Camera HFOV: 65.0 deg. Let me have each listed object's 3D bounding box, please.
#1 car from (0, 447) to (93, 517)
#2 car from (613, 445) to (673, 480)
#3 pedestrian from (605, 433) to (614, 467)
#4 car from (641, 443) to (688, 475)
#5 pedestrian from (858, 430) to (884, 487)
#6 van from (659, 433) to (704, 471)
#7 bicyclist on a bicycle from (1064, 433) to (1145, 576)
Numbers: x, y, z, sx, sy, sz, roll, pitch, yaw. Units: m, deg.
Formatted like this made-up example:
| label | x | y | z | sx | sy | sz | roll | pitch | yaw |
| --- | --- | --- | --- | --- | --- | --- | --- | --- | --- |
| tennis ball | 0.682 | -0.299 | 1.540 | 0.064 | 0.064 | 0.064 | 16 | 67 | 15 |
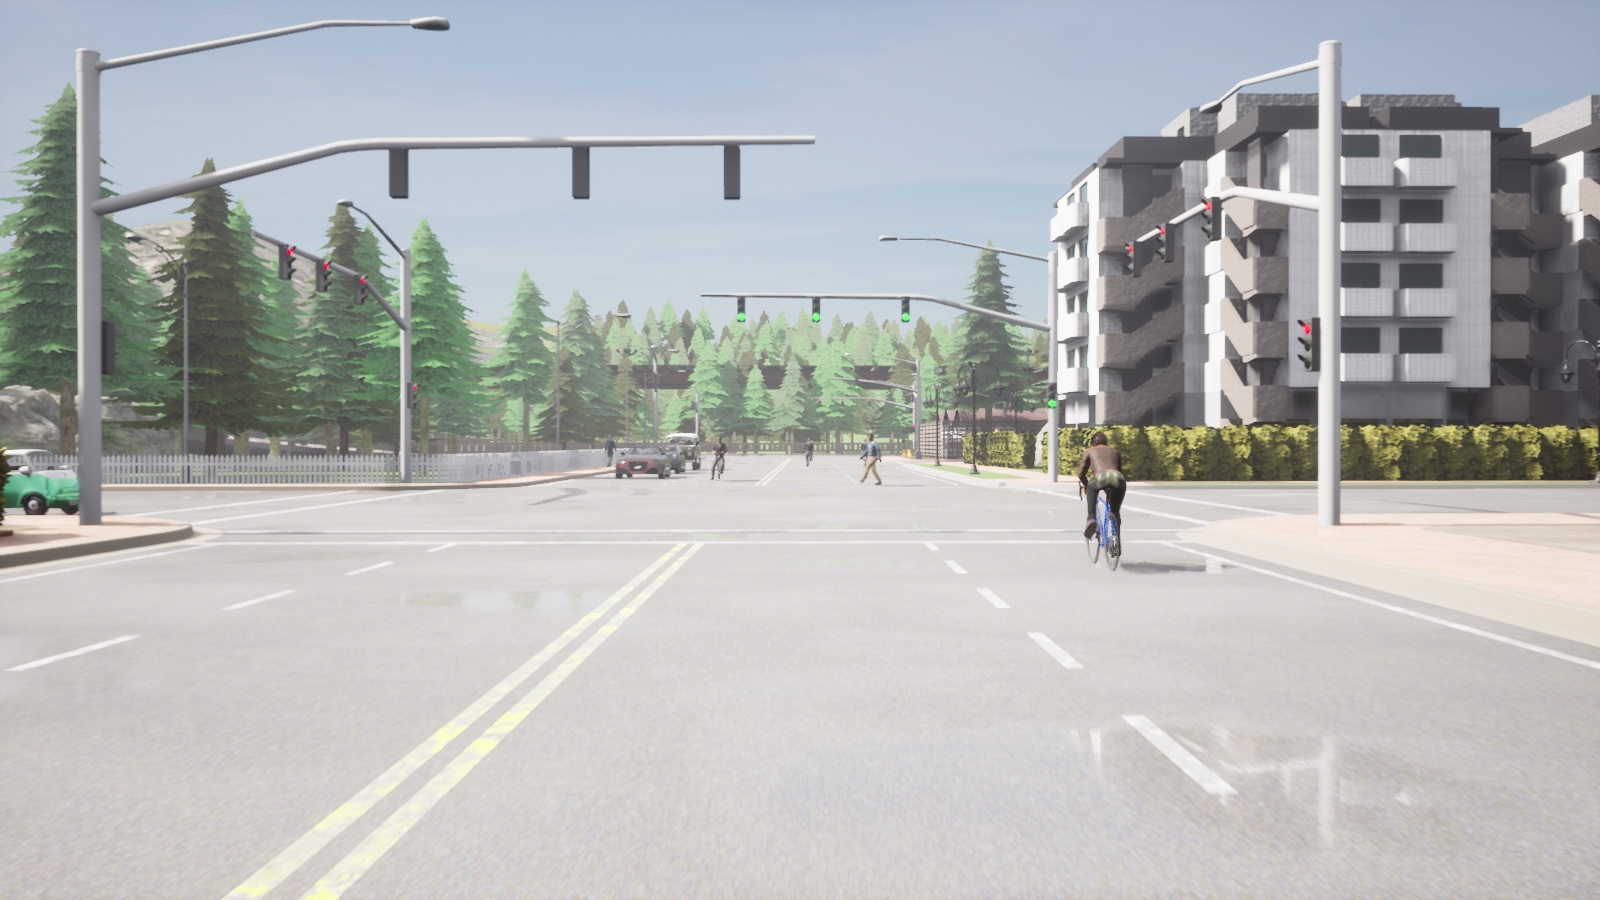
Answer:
| label | x | y | z | sx | sy | sz | roll | pitch | yaw |
| --- | --- | --- | --- | --- | --- | --- | --- | --- | --- |
| car | -16.112 | 0.642 | 25.895 | 2.207 | 1.376 | 1.481 | 0 | 0 | 1 |
| car | -6.620 | 0.505 | 53.235 | 1.994 | 1.385 | 4.181 | 0 | 0 | 0 |
| pedestrian | -10.569 | 0.004 | 69.661 | 0.402 | 1.842 | 0.726 | 0 | 0 | 1 |
| car | -6.566 | 0.410 | 61.178 | 1.845 | 1.501 | 3.633 | 0 | 0 | 0 |
| pedestrian | 2.421 | 0.295 | 42.987 | 0.788 | 1.949 | 0.423 | 0 | 0 | -27 |
| van | -6.507 | 0.073 | 69.409 | 2.069 | 2.038 | 4.480 | 0 | 0 | 1 |
| bicyclist on a bicycle | 3.618 | 0.618 | 15.029 | 0.582 | 1.620 | 1.656 | 0 | 0 | 0 |
